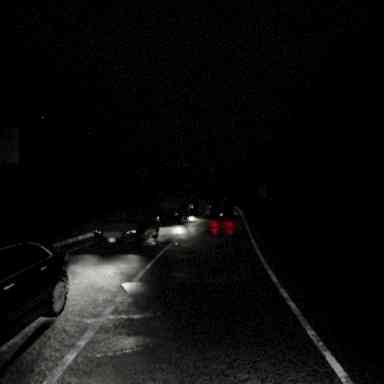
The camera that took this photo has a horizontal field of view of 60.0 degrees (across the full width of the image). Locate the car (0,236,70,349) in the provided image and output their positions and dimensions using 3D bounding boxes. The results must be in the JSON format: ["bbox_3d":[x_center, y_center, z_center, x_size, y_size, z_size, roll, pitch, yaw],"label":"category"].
[{"bbox_3d":[-3.342,1.488,4.611,1.837,1.490,4.892,0,1,3],"label":"car"}]

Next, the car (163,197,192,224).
[{"bbox_3d":[-1.483,1.405,24.152,1.882,1.535,5.008,0,0,7],"label":"car"}]

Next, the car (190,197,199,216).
[{"bbox_3d":[-0.597,1.253,31.305,2.097,1.767,4.553,0,0,7],"label":"car"}]

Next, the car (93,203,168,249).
[{"bbox_3d":[-2.645,1.452,14.404,2.128,1.511,4.902,0,0,6],"label":"car"}]

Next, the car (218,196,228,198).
[{"bbox_3d":[4.011,1.349,43.588,1.837,1.490,4.892,0,0,3],"label":"car"}]

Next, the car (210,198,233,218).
[{"bbox_3d":[2.574,1.489,28.303,1.895,1.301,4.718,0,0,7],"label":"car"}]
